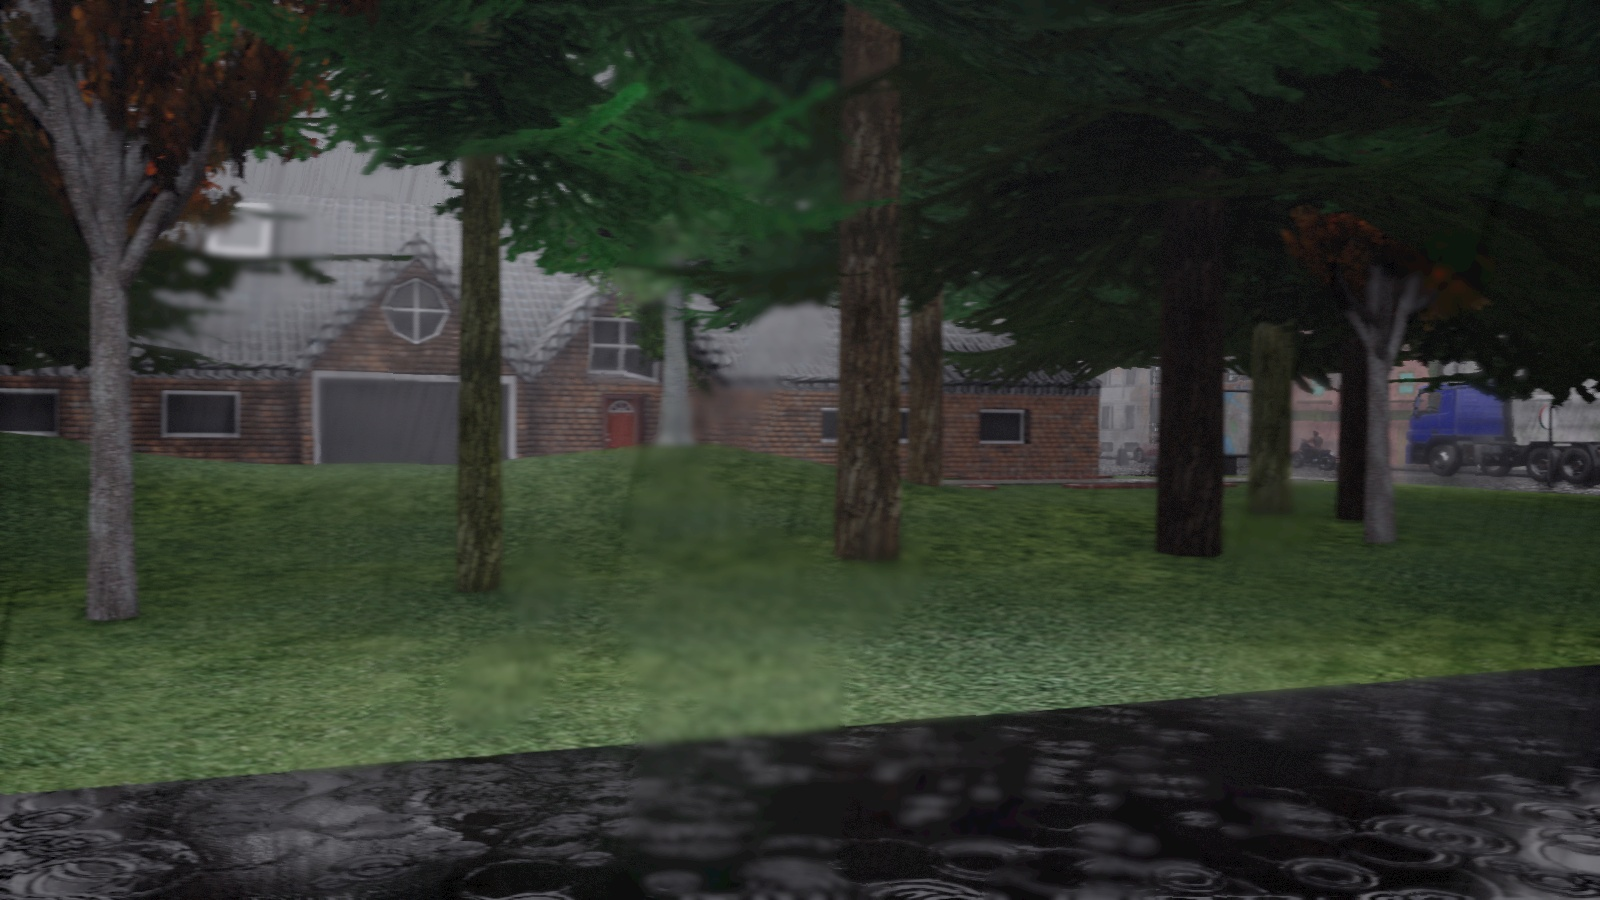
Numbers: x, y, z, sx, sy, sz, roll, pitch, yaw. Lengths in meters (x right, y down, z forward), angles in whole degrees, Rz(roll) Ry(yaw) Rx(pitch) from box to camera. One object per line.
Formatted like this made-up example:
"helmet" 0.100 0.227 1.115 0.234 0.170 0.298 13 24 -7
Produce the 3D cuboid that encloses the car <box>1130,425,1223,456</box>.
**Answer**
"car" 18.102 -0.466 60.606 1.812 1.442 4.674 -1 1 -20

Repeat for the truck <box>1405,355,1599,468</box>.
"truck" 24.804 -1.253 42.592 2.891 3.462 7.936 -1 1 -20

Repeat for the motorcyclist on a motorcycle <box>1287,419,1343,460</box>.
"motorcyclist on a motorcycle" 21.305 -0.436 52.019 0.766 1.649 2.350 -1 1 -20
